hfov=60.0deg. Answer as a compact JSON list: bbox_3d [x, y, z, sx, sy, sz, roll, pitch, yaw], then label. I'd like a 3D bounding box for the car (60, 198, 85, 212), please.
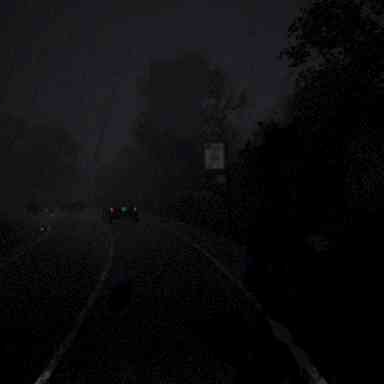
[{"bbox_3d":[-14.304,1.499,39.322,1.882,1.535,5.008,-4,2,-37],"label":"car"}]

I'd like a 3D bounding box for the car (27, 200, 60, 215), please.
[{"bbox_3d":[-17.080,1.725,37.325,2.128,1.511,4.902,-4,1,-40],"label":"car"}]

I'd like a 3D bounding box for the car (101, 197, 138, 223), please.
[{"bbox_3d":[-5.488,1.219,24.703,2.097,1.767,4.553,-3,1,-23],"label":"car"}]
